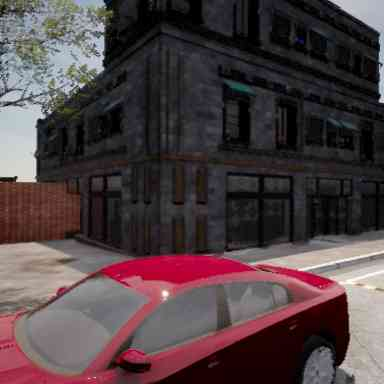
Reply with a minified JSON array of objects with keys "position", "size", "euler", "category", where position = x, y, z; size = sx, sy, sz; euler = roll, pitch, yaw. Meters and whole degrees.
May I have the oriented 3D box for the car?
[{"position":[-0.382,1.478,3.415],"size":[5.008,1.535,1.882],"euler":[0,0,-36],"category":"car"}]
